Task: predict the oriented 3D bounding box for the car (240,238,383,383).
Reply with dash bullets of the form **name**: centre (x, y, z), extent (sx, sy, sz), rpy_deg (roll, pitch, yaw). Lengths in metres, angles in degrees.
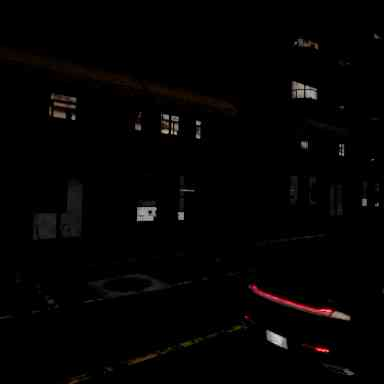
- **car**: centre (2.954, 1.495, 5.268), extent (4.902, 1.511, 2.128), rpy_deg (0, 0, -35)
